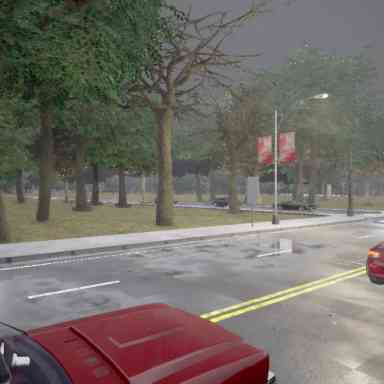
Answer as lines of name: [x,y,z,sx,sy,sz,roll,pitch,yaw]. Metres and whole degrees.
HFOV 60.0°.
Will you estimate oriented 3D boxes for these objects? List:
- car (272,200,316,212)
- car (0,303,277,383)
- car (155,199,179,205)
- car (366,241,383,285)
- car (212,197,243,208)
car: [11.515,1.587,37.541,1.895,1.301,4.718,0,0,-38]
car: [-1.530,1.601,2.268,4.718,1.301,1.895,0,0,-38]
car: [-4.476,1.510,57.850,2.033,1.411,5.357,0,0,-38]
car: [6.046,1.527,8.265,4.674,1.442,1.812,0,0,-38]
car: [4.817,1.479,46.028,1.837,1.490,4.892,0,0,-38]
